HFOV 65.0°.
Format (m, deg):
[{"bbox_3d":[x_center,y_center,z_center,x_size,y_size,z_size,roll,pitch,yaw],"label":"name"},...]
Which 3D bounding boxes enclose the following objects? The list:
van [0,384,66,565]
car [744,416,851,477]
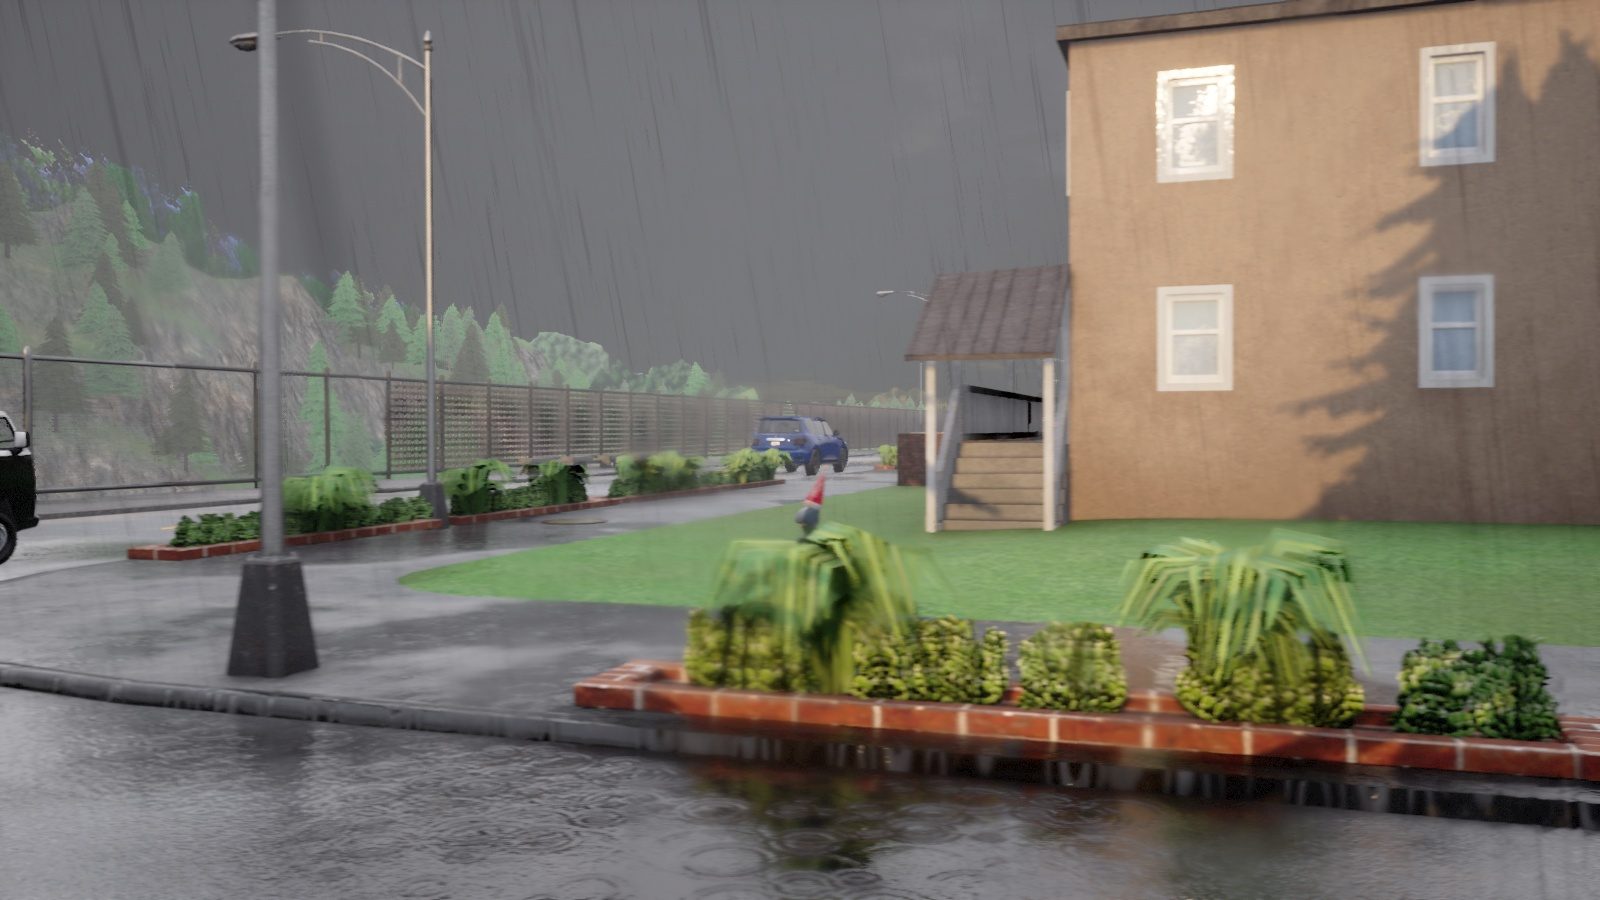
[{"bbox_3d":[-10.056,0.301,13.247,2.069,2.038,4.480,-1,1,-2],"label":"van"},{"bbox_3d":[0.002,-0.171,44.760,2.150,2.045,5.566,1,1,18],"label":"car"}]
